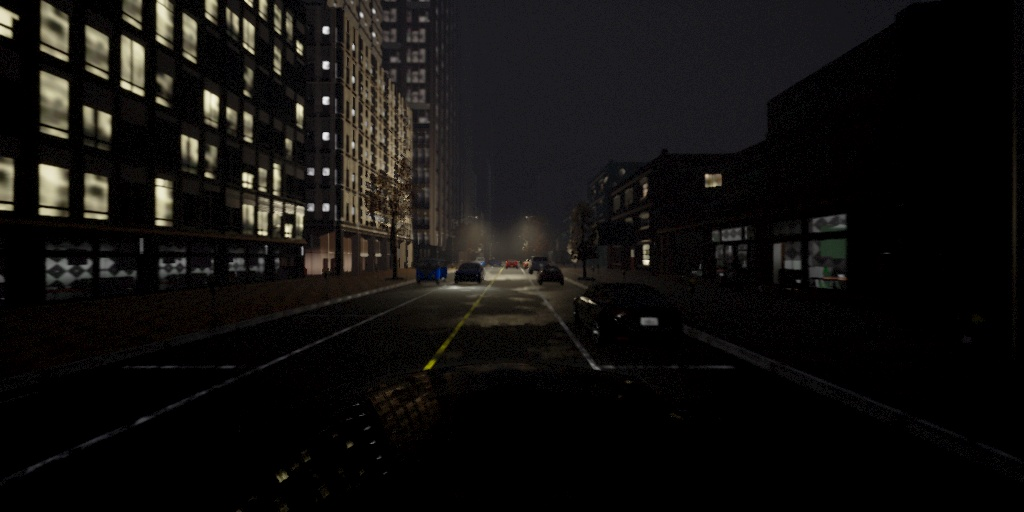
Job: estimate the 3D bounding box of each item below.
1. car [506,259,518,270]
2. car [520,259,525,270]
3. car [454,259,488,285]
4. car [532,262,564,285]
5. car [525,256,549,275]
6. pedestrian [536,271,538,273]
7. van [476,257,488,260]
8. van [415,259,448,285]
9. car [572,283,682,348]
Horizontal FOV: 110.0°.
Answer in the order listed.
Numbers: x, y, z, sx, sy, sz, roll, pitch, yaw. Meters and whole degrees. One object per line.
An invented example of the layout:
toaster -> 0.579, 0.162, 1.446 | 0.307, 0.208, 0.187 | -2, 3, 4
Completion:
car -> -0.012, 1.261, 55.061 | 1.882, 1.535, 5.008 | 0, 0, 0
car -> 2.677, 1.222, 53.398 | 1.967, 1.591, 4.097 | 0, 0, 0
car -> -3.102, 1.237, 26.804 | 1.882, 1.535, 5.008 | 0, 0, 0
car -> 2.684, 1.341, 25.713 | 1.802, 1.307, 4.207 | 0, 0, 0
car -> 2.990, 0.995, 40.215 | 2.150, 2.045, 5.566 | 0, 0, 0
pedestrian -> 2.989, 1.347, 43.468 | 0.375, 1.300, 0.375 | 0, 0, 2
van -> -5.708, 1.134, 64.471 | 1.690, 1.789, 3.998 | 0, 0, 0
van -> -5.697, 1.099, 25.713 | 1.690, 1.789, 3.998 | 0, 0, 0
car -> 2.688, 1.318, 9.102 | 1.948, 1.339, 4.313 | 0, 0, 0
